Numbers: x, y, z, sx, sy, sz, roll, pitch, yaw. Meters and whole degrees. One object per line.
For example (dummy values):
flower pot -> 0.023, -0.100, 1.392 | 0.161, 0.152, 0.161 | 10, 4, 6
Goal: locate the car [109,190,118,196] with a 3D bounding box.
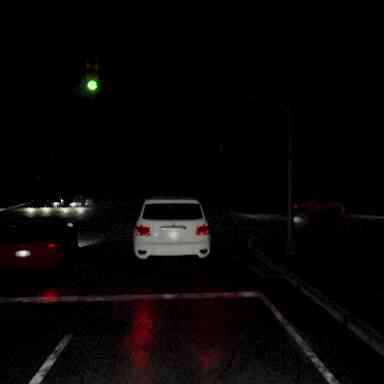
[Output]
car -> -18.748, 0.263, 79.272 | 1.895, 1.301, 4.718 | 0, 1, -17

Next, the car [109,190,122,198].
car -> -15.634, 0.430, 69.322 | 2.033, 1.411, 5.357 | 0, 1, -17

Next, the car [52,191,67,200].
car -> -22.980, 0.631, 57.688 | 2.033, 1.411, 5.357 | 0, 1, -17

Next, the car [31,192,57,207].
car -> -17.141, 0.883, 38.348 | 1.882, 1.535, 5.008 | 0, 1, -16

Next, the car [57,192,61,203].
car -> -19.904, 0.786, 47.780 | 2.033, 1.411, 5.357 | 0, 1, -17

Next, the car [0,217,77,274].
car -> -4.728, 1.472, 10.281 | 1.994, 1.385, 4.181 | 0, 1, -14

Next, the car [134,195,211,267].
car -> -0.728, 1.109, 11.248 | 2.150, 2.045, 5.566 | 0, 1, -5

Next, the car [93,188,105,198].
car -> -18.982, 0.137, 68.296 | 2.150, 2.045, 5.566 | 0, 1, -17

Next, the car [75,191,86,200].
car -> -19.582, 0.542, 58.549 | 1.882, 1.535, 5.008 | 0, 1, -17

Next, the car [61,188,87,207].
car -> -13.826, 0.603, 39.483 | 2.150, 2.045, 5.566 | 0, 1, -15

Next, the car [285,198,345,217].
car -> 10.176, 1.213, 27.672 | 5.008, 1.535, 1.882 | 1, 1, -14

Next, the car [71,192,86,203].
car -> -16.477, 0.785, 48.523 | 1.994, 1.385, 4.181 | 0, 1, -17
